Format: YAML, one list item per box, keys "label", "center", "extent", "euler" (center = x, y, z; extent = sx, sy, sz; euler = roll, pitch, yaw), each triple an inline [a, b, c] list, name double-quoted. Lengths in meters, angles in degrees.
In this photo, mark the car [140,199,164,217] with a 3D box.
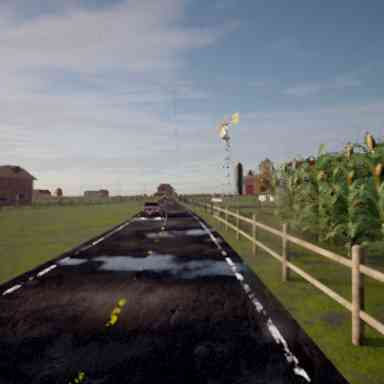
- label: "car"
  center: [-4.006, 1.652, 32.641]
  extent: [1.812, 1.442, 4.674]
  euler: [1, 0, -4]
